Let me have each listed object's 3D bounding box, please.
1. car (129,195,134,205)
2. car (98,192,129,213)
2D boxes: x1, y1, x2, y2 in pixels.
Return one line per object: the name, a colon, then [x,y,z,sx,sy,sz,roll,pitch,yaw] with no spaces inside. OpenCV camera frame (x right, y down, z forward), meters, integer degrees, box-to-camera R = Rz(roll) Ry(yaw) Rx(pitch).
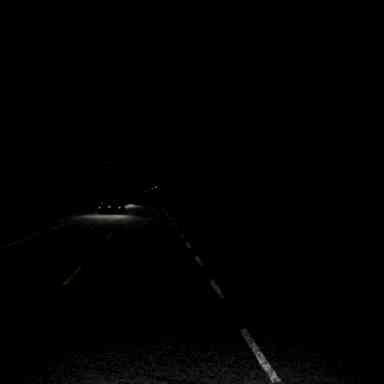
car: [-9.890,1.193,50.266,1.812,1.442,4.674,1,0,-7]
car: [-7.863,0.986,33.123,2.150,2.045,5.566,1,0,-7]
